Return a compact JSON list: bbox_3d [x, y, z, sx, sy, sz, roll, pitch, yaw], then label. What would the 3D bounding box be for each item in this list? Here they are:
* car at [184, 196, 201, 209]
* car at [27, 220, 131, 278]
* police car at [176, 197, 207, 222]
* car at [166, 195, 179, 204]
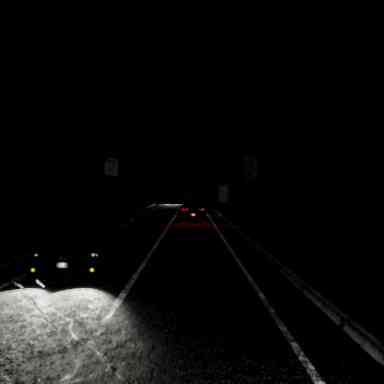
[{"bbox_3d":[0.085,1.304,42.867,2.033,1.411,5.357,0,1,0],"label":"car"},{"bbox_3d":[-3.104,1.554,9.935,1.994,1.385,4.181,0,0,0],"label":"car"},{"bbox_3d":[0.090,1.425,25.971,2.038,1.542,4.974,0,1,0],"label":"police car"},{"bbox_3d":[-3.083,1.197,53.129,1.994,1.385,4.181,0,1,0],"label":"car"}]
